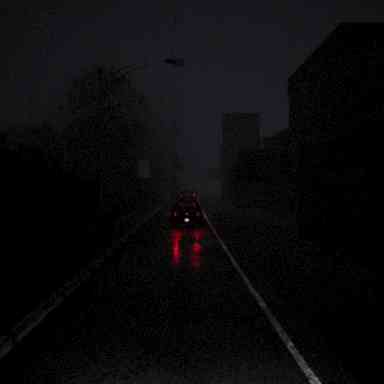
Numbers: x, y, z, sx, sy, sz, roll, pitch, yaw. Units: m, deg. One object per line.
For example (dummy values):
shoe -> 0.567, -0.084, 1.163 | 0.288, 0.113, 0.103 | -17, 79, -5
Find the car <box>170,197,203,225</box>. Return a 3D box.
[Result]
car -> -0.334, 1.254, 21.090 | 1.895, 1.301, 4.718 | 0, 1, -1

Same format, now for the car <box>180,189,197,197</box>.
car -> -0.486, 0.346, 42.355 | 2.097, 1.767, 4.553 | 0, 2, 0
